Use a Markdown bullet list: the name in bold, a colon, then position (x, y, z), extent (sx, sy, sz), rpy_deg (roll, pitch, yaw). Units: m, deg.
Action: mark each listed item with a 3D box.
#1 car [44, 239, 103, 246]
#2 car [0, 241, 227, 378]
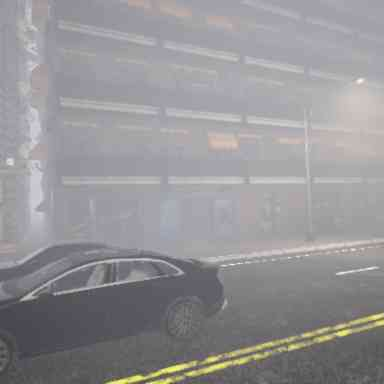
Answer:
- **car**: position (-3.424, 1.995, 8.562), extent (4.674, 1.442, 1.812), rpy_deg (-1, -3, -25)
- **car**: position (-1.756, 1.796, 5.752), extent (4.902, 1.511, 2.128), rpy_deg (-1, -3, -25)
